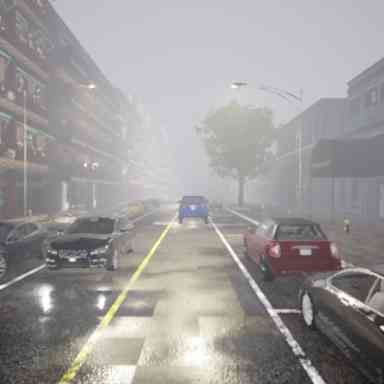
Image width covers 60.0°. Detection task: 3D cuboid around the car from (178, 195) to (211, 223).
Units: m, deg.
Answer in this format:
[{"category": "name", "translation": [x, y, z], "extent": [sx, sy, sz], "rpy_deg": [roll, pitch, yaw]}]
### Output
[{"category": "car", "translation": [0.093, 1.234, 25.867], "extent": [2.150, 2.045, 5.566], "rpy_deg": [0, 0, 0]}]

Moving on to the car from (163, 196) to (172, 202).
[{"category": "car", "translation": [-5.710, 1.673, 78.172], "extent": [1.802, 1.307, 4.206], "rpy_deg": [0, 0, 0]}]

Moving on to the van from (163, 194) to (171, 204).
[{"category": "van", "translation": [-5.709, 1.408, 66.778], "extent": [1.690, 1.788, 3.998], "rpy_deg": [0, 0, 0]}]

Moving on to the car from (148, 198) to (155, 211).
[{"category": "car", "translation": [-5.701, 1.567, 38.294], "extent": [1.887, 1.381, 4.507], "rpy_deg": [0, 0, 0]}]

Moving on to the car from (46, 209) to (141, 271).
[{"category": "car", "translation": [-3.076, 1.509, 11.005], "extent": [1.837, 1.490, 4.892], "rpy_deg": [0, 0, 0]}]

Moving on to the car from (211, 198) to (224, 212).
[{"category": "car", "translation": [2.680, 1.573, 38.294], "extent": [2.008, 1.369, 4.403], "rpy_deg": [0, 0, 0]}]

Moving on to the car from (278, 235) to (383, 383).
[{"category": "car", "translation": [2.687, 1.551, 4.113], "extent": [2.008, 1.369, 4.403], "rpy_deg": [0, 0, 0]}]

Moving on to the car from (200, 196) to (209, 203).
[{"category": "car", "translation": [2.672, 1.645, 72.473], "extent": [1.947, 1.339, 4.313], "rpy_deg": [0, 0, 0]}]

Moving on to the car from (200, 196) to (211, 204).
[{"category": "car", "translation": [2.673, 1.612, 66.777], "extent": [1.887, 1.381, 4.507], "rpy_deg": [0, 0, 0]}]

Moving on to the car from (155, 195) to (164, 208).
[{"category": "car", "translation": [-5.704, 1.602, 49.686], "extent": [1.947, 1.339, 4.313], "rpy_deg": [0, 0, 0]}]

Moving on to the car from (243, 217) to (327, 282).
[{"category": "car", "translation": [2.686, 1.443, 9.810], "extent": [1.967, 1.590, 4.097], "rpy_deg": [0, 0, 0]}]

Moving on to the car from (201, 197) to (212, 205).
[{"category": "car", "translation": [2.674, 1.638, 61.079], "extent": [1.802, 1.307, 4.206], "rpy_deg": [0, 0, 0]}]

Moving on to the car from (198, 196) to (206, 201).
[{"category": "car", "translation": [2.667, 1.684, 89.563], "extent": [1.947, 1.339, 4.313], "rpy_deg": [0, 0, 0]}]

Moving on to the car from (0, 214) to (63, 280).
[{"category": "car", "translation": [-5.694, 1.568, 9.810], "extent": [1.947, 1.339, 4.313], "rpy_deg": [0, 0, 0]}]

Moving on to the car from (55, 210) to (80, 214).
[{"category": "car", "translation": [-5.696, 1.556, 15.506], "extent": [2.008, 1.369, 4.403], "rpy_deg": [0, 0, 0]}]

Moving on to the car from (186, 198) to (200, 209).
[{"category": "car", "translation": [0.091, 1.557, 45.724], "extent": [1.812, 1.442, 4.674], "rpy_deg": [0, 0, 0]}]

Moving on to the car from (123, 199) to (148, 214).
[{"category": "car", "translation": [-5.700, 1.543, 32.427], "extent": [1.752, 1.417, 4.829], "rpy_deg": [0, 0, 0]}]

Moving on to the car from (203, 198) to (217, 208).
[{"category": "car", "translation": [2.677, 1.581, 49.686], "extent": [1.887, 1.381, 4.507], "rpy_deg": [0, 0, 0]}]
